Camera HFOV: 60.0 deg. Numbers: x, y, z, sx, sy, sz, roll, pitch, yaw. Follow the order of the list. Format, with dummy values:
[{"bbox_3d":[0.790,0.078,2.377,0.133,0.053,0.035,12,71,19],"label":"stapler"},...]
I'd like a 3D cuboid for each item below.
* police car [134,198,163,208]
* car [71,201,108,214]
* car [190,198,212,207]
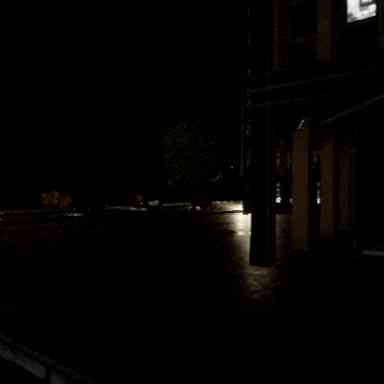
[{"bbox_3d":[-6.752,1.653,51.118,2.038,1.542,4.974,1,0,38],"label":"police car"},{"bbox_3d":[-12.055,1.756,39.254,1.994,1.385,4.181,1,0,38],"label":"car"},{"bbox_3d":[1.573,1.684,56.470,1.812,1.442,4.674,1,0,38],"label":"car"}]
